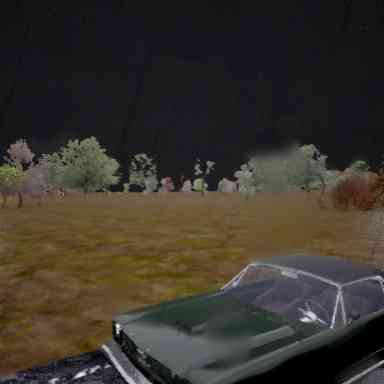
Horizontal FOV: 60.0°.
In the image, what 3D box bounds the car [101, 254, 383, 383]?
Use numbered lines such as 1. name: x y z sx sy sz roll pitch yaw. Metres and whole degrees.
1. car: 1.349 1.602 4.321 4.718 1.301 1.895 0 0 -35
